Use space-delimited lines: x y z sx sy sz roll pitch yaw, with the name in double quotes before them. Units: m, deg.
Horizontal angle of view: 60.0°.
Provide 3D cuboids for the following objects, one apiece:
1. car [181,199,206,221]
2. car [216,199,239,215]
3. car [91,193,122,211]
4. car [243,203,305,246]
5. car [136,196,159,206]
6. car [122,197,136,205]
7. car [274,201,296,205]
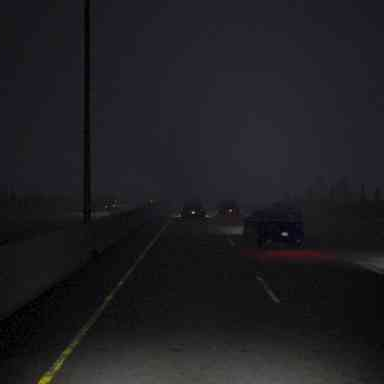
"car" 0.100 1.553 27.544 1.994 1.385 4.181 0 0 0
"car" 3.608 1.492 33.509 1.837 1.490 4.892 0 0 0
"car" -10.452 1.203 39.964 2.150 2.045 5.566 0 0 2
"car" 3.598 1.472 15.369 1.882 1.535 5.008 0 0 0
"car" -6.233 1.332 49.273 2.097 1.767 4.553 0 0 7
"car" -11.603 1.576 59.977 1.895 1.301 4.718 0 0 12
"car" 7.099 1.495 26.065 1.837 1.490 4.892 0 0 0
